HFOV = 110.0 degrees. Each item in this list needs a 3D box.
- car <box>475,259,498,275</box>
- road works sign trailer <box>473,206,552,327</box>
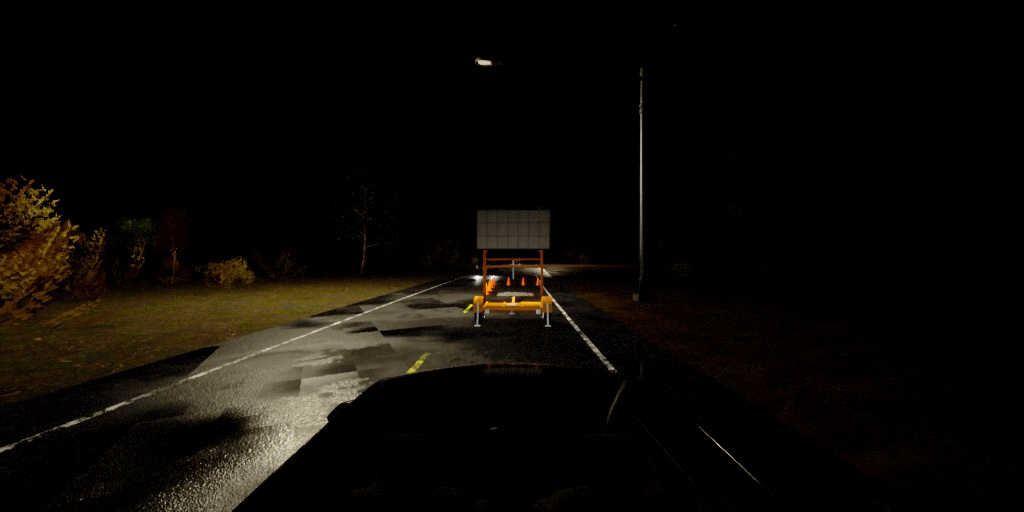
[{"bbox_3d":[-2.683,1.098,38.114,2.097,1.767,4.553,0,0,3],"label":"car"},{"bbox_3d":[0.042,0.214,11.548,2.380,3.560,2.880,0,0,1],"label":"road works sign trailer"}]
